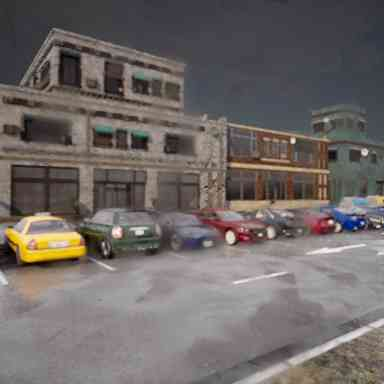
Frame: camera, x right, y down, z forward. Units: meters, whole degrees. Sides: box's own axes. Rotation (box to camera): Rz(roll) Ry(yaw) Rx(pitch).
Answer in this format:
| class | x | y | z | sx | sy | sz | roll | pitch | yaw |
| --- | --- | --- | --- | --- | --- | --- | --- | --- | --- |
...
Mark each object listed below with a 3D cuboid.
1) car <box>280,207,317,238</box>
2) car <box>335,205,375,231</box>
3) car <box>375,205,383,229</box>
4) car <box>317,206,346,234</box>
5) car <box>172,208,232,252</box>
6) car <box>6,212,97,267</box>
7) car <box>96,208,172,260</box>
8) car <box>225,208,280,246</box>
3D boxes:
| class | x | y | z | sx | sy | sz | roll | pitch | yaw |
| --- | --- | --- | --- | --- | --- | --- | --- | --- | --- |
| car | 3.768 | 1.595 | 17.896 | 2.231 | 1.521 | 4.892 | 1 | 0 | -35 |
| car | 8.403 | 1.650 | 21.183 | 2.097 | 1.535 | 5.008 | 1 | 0 | -35 |
| car | 10.664 | 1.679 | 22.799 | 2.231 | 1.521 | 4.892 | 1 | 0 | -35 |
| car | 6.013 | 1.650 | 19.531 | 2.163 | 1.488 | 4.792 | 1 | 0 | -35 |
| car | -0.754 | 1.572 | 14.664 | 2.163 | 1.488 | 4.792 | 1 | 0 | -35 |
| car | -5.311 | 1.493 | 11.698 | 1.946 | 1.575 | 5.366 | 1 | 0 | -35 |
| car | -3.015 | 1.393 | 13.063 | 2.185 | 1.767 | 4.553 | 1 | 0 | -35 |
| car | 1.493 | 1.567 | 16.298 | 2.097 | 1.535 | 5.008 | 1 | 0 | -35 |
